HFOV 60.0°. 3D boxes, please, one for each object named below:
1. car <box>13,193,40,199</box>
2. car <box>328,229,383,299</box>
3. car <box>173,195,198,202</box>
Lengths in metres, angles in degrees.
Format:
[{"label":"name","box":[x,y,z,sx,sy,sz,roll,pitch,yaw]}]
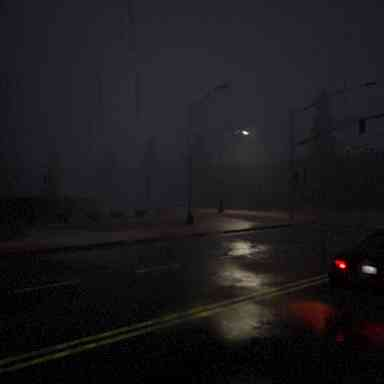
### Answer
[{"label":"car","box":[-28.334,1.123,58.073,5.566,2.045,2.150,0,-2,4]},{"label":"car","box":[5.340,1.466,7.601,5.357,1.411,2.033,-1,0,-35]},{"label":"car","box":[-1.102,1.159,63.244,4.718,1.301,1.895,-2,2,25]}]
